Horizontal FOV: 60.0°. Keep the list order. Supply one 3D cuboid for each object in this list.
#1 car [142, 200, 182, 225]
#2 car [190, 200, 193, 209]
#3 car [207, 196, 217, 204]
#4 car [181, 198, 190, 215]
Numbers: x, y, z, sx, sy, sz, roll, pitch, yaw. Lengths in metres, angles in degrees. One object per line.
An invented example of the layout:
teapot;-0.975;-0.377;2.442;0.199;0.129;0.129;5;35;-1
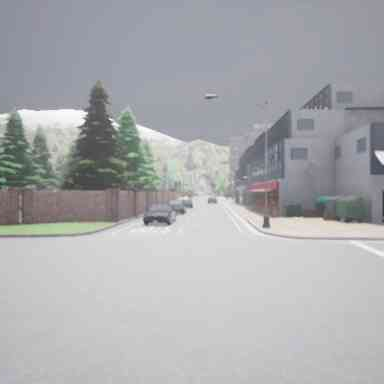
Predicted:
car;-2.213;1.545;24.205;2.033;1.411;5.357;0;0;4
car;-0.895;1.559;45.667;1.994;1.385;4.181;0;0;4
car;4.009;1.540;65.785;2.033;1.411;5.357;0;0;3
car;-1.603;1.522;34.275;1.812;1.442;4.674;0;0;4
